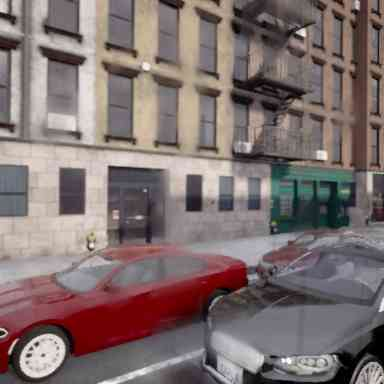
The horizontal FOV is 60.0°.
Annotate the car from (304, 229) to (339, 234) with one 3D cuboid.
[{"bbox_3d":[3.571,1.667,8.745,4.206,1.307,1.802,1,0,-36],"label":"car"}]

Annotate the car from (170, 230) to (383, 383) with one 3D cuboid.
[{"bbox_3d":[2.372,1.540,4.751,4.902,1.511,2.128,1,0,-35],"label":"car"}]

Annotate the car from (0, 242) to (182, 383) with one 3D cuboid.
[{"bbox_3d":[-1.049,1.569,5.444,4.507,1.381,1.887,1,0,-36],"label":"car"}]
